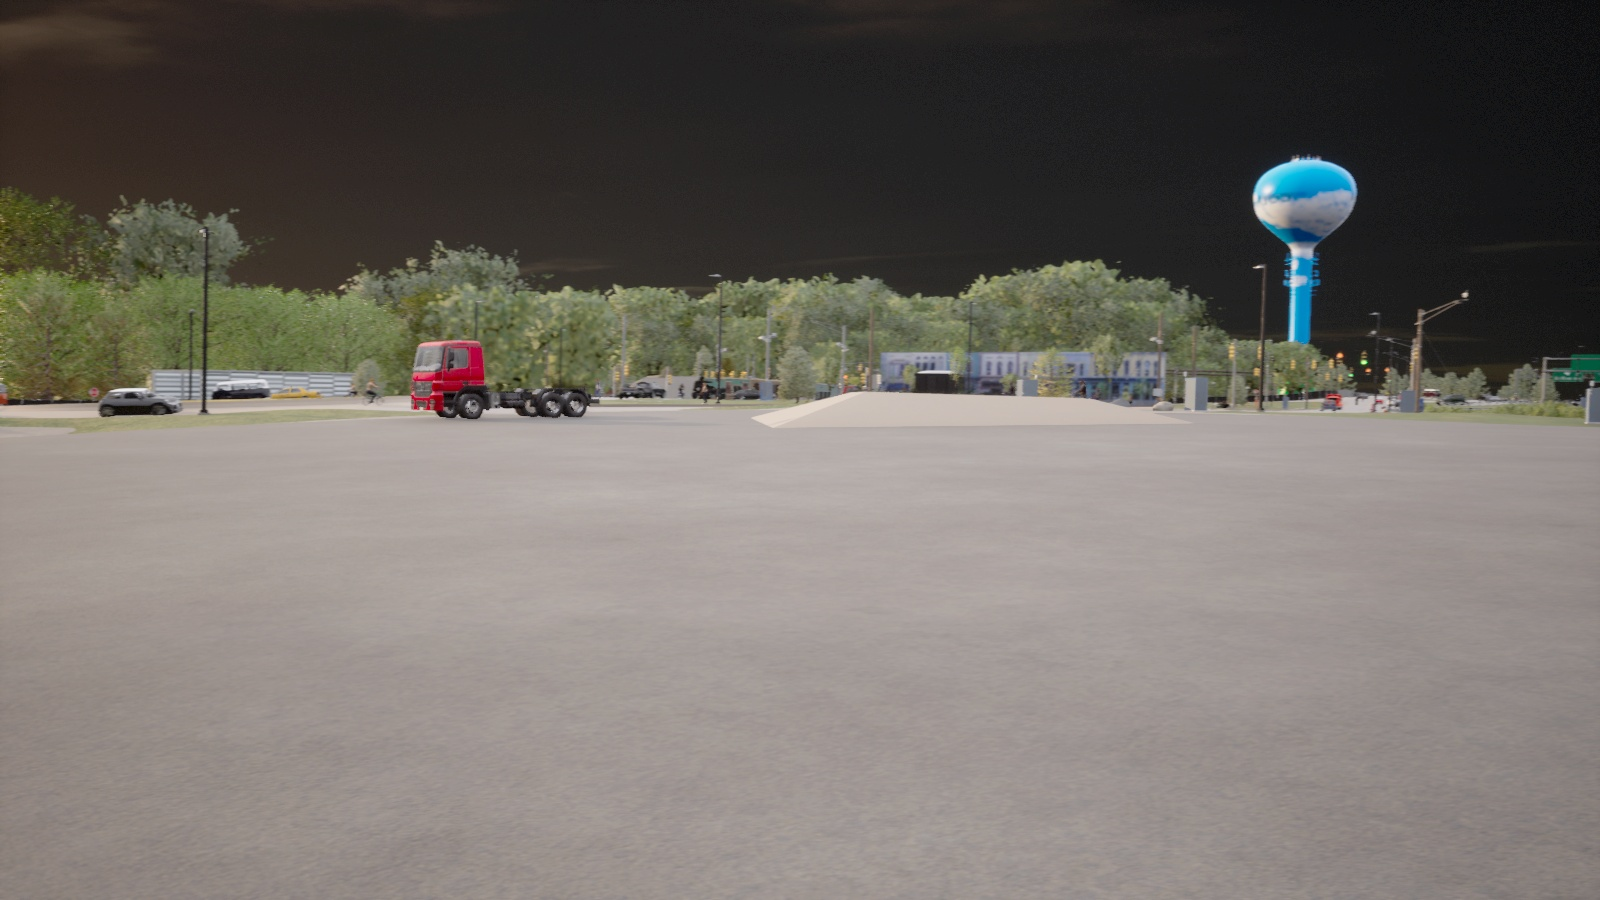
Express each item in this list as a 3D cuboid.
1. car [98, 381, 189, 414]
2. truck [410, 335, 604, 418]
[{"bbox_3d":[-35.024,-2.832,67.098,3.806,1.475,1.970,-1,9,-10],"label":"car"},{"bbox_3d":[-12.928,-3.238,55.902,7.936,3.462,2.891,-2,4,-39],"label":"truck"}]
